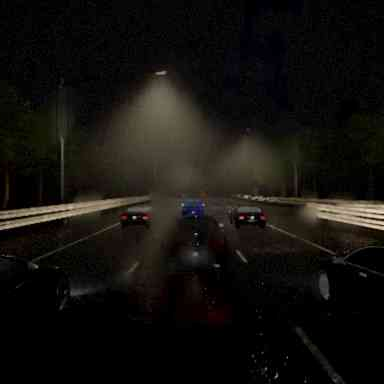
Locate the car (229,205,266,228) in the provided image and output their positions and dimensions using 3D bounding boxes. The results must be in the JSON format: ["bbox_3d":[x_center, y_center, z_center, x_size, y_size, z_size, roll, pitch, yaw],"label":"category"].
[{"bbox_3d":[3.584,1.564,22.213,2.033,1.411,5.357,0,0,0],"label":"car"}]

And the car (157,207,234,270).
[{"bbox_3d":[0.087,1.500,11.196,1.882,1.535,5.008,0,0,0],"label":"car"}]

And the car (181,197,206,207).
[{"bbox_3d":[0.094,1.474,29.049,1.882,1.535,5.008,0,0,0],"label":"car"}]

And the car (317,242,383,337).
[{"bbox_3d":[3.573,1.519,5.217,1.837,1.490,4.892,0,0,0],"label":"car"}]

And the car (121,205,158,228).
[{"bbox_3d":[-3.412,1.564,22.300,2.033,1.411,5.357,0,0,0],"label":"car"}]

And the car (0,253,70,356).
[{"bbox_3d":[-3.426,1.577,4.971,1.994,1.385,4.181,0,0,0],"label":"car"}]
